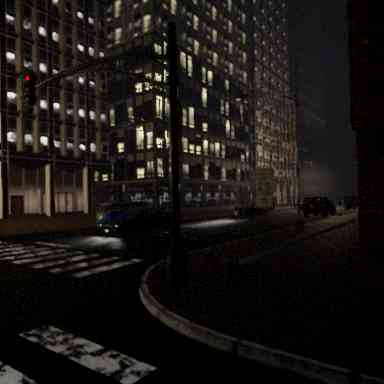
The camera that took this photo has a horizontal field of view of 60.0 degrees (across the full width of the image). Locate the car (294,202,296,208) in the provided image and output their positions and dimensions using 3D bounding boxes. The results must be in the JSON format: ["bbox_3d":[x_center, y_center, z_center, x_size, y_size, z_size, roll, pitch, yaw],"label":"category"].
[{"bbox_3d":[16.959,1.615,47.992,2.097,1.767,4.553,-2,-1,36],"label":"car"}]

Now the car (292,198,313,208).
[{"bbox_3d":[18.023,1.770,54.088,1.967,1.590,4.097,-2,-1,36],"label":"car"}]

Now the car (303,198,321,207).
[{"bbox_3d":[21.163,1.868,58.458,1.752,1.417,4.829,-2,-1,36],"label":"car"}]

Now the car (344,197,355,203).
[{"bbox_3d":[40.684,2.008,85.653,1.802,1.307,4.206,-2,-1,36],"label":"car"}]

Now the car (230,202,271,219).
[{"bbox_3d":[5.398,1.696,32.047,2.128,1.511,4.902,-2,-1,36],"label":"car"}]

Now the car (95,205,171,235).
[{"bbox_3d":[-3.094,1.724,20.218,2.033,1.411,5.357,-2,-1,36],"label":"car"}]

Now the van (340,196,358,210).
[{"bbox_3d":[21.591,1.428,44.697,1.690,1.788,3.998,-2,-1,36],"label":"van"}]

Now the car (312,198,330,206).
[{"bbox_3d":[24.500,1.907,63.106,2.008,1.369,4.403,-2,-1,36],"label":"car"}]

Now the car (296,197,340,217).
[{"bbox_3d":[11.881,1.367,31.169,2.192,1.841,5.009,-2,-1,36],"label":"car"}]

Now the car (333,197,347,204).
[{"bbox_3d":[34.209,1.948,76.634,2.008,1.369,4.403,-2,-1,36],"label":"car"}]

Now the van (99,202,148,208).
[{"bbox_3d":[-4.635,1.591,22.523,1.690,1.788,3.998,-2,-1,36],"label":"van"}]
